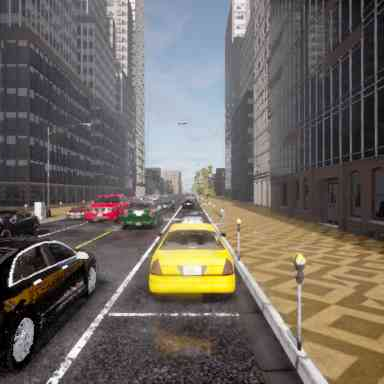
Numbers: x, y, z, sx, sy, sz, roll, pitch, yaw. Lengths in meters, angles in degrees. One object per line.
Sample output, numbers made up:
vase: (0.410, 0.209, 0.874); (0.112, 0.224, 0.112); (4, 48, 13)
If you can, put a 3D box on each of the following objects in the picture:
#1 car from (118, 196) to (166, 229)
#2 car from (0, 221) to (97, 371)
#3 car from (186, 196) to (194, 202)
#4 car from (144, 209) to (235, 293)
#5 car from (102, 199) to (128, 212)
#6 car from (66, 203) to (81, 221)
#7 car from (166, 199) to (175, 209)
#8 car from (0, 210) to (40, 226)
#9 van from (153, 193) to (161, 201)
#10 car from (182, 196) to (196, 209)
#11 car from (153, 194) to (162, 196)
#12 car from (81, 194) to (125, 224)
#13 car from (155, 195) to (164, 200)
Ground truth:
car: (-3.146, 1.347, 21.795); (2.097, 1.767, 4.553); (0, 0, 0)
car: (-3.048, 1.505, 5.639); (1.837, 1.490, 4.892); (0, 0, 0)
car: (-0.452, 1.533, 78.399); (1.802, 1.307, 4.206); (0, 0, 0)
car: (0.004, 1.456, 8.839); (1.801, 1.575, 5.366); (0, 0, 0)
car: (-8.833, 1.537, 38.569); (2.008, 1.369, 4.403); (0, 0, 0)
car: (-8.833, 1.575, 27.183); (1.802, 1.307, 4.206); (0, 0, 0)
car: (-3.047, 1.549, 39.216); (1.994, 1.385, 4.181); (0, 0, 0)
car: (-8.833, 1.563, 15.800); (1.947, 1.339, 4.313); (0, 0, 0)
van: (-8.832, 1.285, 84.106); (1.690, 1.788, 3.998); (0, 0, 0)
car: (-0.452, 1.548, 44.248); (1.947, 1.339, 4.313); (0, 0, 0)
car: (-8.832, 1.391, 78.413); (1.967, 1.590, 4.097); (0, 0, 0)
car: (-6.245, 1.215, 25.268); (2.150, 2.045, 5.566); (0, 0, 0)
car: (-8.833, 1.504, 89.799); (1.947, 1.339, 4.313); (0, 0, 0)
